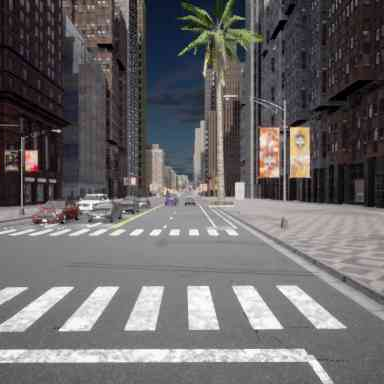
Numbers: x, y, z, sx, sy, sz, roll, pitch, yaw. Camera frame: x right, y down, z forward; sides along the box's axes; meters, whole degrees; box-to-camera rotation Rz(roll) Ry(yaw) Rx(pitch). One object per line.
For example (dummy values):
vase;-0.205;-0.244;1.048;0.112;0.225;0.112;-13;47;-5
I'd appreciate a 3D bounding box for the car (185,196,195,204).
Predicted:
car;-0.381;1.538;66.547;1.882;1.535;5.008;0;0;0

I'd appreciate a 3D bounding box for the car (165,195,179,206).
car;-3.574;1.564;56.522;1.812;1.442;4.674;0;0;0

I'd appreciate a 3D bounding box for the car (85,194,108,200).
car;-10.043;1.231;34.257;2.150;2.045;5.566;0;0;0

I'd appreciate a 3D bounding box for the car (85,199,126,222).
car;-6.742;1.531;26.179;1.812;1.442;4.674;0;0;0

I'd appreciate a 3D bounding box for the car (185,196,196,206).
car;-0.322;1.585;56.124;2.033;1.411;5.357;0;0;0

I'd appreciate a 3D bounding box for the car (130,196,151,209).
car;-6.852;1.513;46.146;2.128;1.511;4.902;0;0;0

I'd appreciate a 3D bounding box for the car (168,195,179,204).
car;-3.631;1.413;66.498;2.097;1.767;4.553;0;0;0

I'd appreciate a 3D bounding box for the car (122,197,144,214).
car;-6.802;1.558;35.850;2.033;1.411;5.357;0;0;0

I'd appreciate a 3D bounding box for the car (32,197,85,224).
car;-9.987;1.357;24.769;2.097;1.767;4.553;0;0;0
